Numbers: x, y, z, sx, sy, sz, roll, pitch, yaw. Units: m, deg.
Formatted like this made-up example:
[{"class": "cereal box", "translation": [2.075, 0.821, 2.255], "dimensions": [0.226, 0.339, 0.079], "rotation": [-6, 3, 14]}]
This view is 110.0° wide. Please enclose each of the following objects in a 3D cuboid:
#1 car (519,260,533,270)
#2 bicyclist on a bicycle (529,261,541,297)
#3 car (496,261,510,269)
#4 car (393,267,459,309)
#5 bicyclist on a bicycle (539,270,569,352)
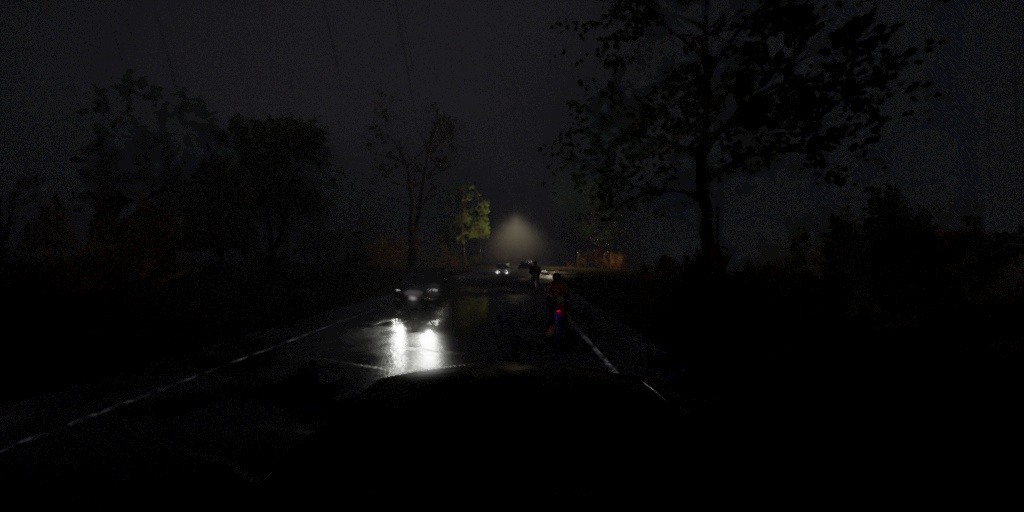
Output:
[{"class": "car", "translation": [2.078, 1.406, 56.312], "dimensions": [1.994, 1.385, 4.181], "rotation": [0, 0, 4]}, {"class": "bicyclist on a bicycle", "translation": [1.172, 1.125, 18.087], "dimensions": [0.659, 1.776, 1.843], "rotation": [0, 0, 1]}, {"class": "car", "translation": [-1.465, 1.445, 58.361], "dimensions": [1.895, 1.301, 4.718], "rotation": [0, 0, 5]}, {"class": "car", "translation": [-3.448, 1.241, 15.128], "dimensions": [2.128, 1.511, 4.902], "rotation": [0, 0, 1]}, {"class": "bicyclist on a bicycle", "translation": [1.012, 1.201, 7.953], "dimensions": [0.582, 1.620, 1.656], "rotation": [0, 0, 0]}]
